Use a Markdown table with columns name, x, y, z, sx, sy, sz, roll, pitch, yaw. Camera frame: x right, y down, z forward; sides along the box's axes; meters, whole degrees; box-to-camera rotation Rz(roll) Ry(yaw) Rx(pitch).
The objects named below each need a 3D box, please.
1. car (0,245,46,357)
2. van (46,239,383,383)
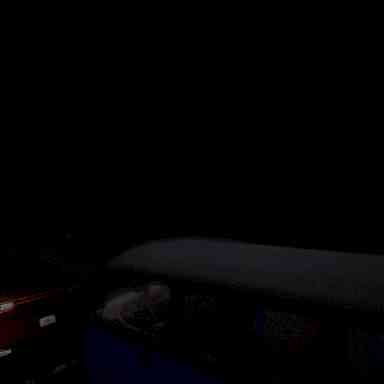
| name | x | y | z | sx | sy | sz | roll | pitch | yaw |
| --- | --- | --- | --- | --- | --- | --- | --- | --- | --- |
| car | -3.748 | 1.605 | 5.748 | 4.507 | 1.381 | 1.887 | -1 | 0 | 35 |
| van | 0.858 | 1.347 | 2.462 | 3.998 | 1.788 | 1.690 | -1 | 0 | 35 |
